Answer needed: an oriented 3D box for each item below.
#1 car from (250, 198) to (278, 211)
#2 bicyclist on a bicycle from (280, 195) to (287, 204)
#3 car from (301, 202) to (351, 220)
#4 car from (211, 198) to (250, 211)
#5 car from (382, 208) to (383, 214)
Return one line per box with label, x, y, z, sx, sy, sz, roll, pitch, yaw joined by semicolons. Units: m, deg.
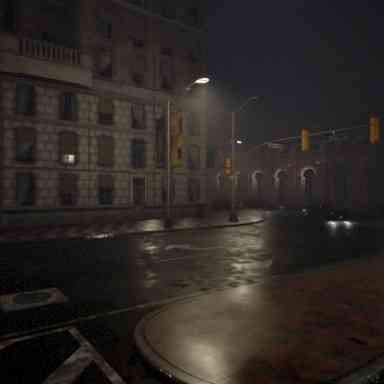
car;8.512;1.526;41.489;1.812;1.442;4.674;0;0;-36
bicyclist on a bicycle;15.528;1.301;56.489;1.656;1.620;0.582;0;0;-36
car;11.252;1.548;28.459;2.033;1.411;5.357;0;0;-7
car;4.395;1.492;41.213;2.128;1.511;4.902;0;0;-36
car;18.552;1.505;27.588;1.837;1.490;4.892;0;0;-36
